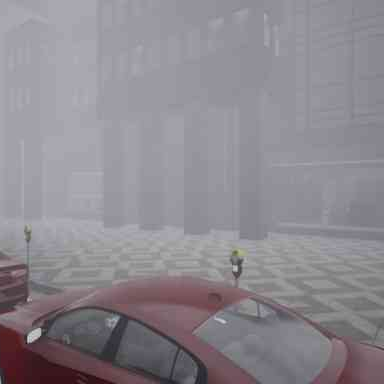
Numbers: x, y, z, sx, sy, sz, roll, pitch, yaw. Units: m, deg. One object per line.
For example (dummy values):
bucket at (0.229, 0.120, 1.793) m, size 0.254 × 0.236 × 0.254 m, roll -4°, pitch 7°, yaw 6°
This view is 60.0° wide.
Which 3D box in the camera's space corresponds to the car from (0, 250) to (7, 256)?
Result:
car at (-5.002, 1.545, 6.540) m, size 4.507 × 1.381 × 1.887 m, roll 0°, pitch 0°, yaw 36°

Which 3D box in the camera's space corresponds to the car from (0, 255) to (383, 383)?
car at (-0.418, 1.545, 3.262) m, size 4.507 × 1.381 × 1.887 m, roll 0°, pitch 0°, yaw 36°
